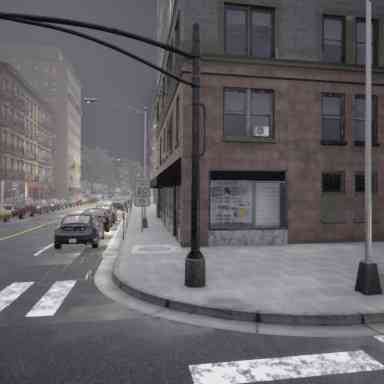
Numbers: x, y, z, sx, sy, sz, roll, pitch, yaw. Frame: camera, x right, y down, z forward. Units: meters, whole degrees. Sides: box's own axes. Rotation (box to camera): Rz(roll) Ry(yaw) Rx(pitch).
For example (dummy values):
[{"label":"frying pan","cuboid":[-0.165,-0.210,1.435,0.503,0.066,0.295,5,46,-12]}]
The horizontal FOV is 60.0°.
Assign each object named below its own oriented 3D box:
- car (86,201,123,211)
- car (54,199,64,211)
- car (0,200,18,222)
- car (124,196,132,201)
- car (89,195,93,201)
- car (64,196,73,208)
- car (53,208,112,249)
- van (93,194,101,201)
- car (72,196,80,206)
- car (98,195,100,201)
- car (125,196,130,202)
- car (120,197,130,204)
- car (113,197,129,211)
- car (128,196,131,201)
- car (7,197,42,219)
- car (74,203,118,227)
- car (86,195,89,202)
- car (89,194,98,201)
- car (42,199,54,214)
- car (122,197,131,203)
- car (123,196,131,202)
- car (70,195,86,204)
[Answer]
[{"label":"car","cuboid":[-6.654,1.635,25.491,2.008,1.369,4.403,0,0,-9]},{"label":"car","cuboid":[-17.291,1.525,40.392,1.967,1.590,4.097,0,0,-9]},{"label":"car","cuboid":[-14.566,1.569,24.000,1.752,1.417,4.829,0,0,-9]},{"label":"car","cuboid":[-17.467,1.819,90.380,1.947,1.339,4.313,0,0,-9]},{"label":"car","cuboid":[-21.788,1.737,67.430,1.802,1.307,4.206,0,0,-9]},{"label":"car","cuboid":[-18.191,1.650,45.799,2.008,1.369,4.403,0,0,-9]},{"label":"car","cuboid":[-4.852,1.607,14.677,2.008,1.369,4.403,0,0,-9]},{"label":"van","cuboid":[-25.383,1.555,89.063,1.690,1.788,3.998,0,0,-9]},{"label":"car","cuboid":[-19.090,1.679,51.207,1.947,1.339,4.313,0,0,-9]},{"label":"car","cuboid":[-23.584,1.499,78.247,2.192,1.841,5.009,0,0,-9]},{"label":"car","cuboid":[-10.259,1.690,47.121,2.008,1.369,4.403,0,0,-9]},{"label":"car","cuboid":[-13.863,1.740,68.751,1.887,1.381,4.507,0,0,-9]},{"label":"car","cuboid":[-9.358,1.676,41.713,2.008,1.369,4.403,0,0,-9]},{"label":"car","cuboid":[-11.159,1.593,52.529,1.967,1.590,4.097,0,0,-9]},{"label":"car","cuboid":[-15.492,1.373,29.577,2.192,1.841,5.009,0,0,-9]},{"label":"car","cuboid":[-5.753,1.615,20.084,1.887,1.381,4.507,0,0,-9]},{"label":"car","cuboid":[-20.860,1.666,61.855,1.752,1.417,4.829,0,0,-9]},{"label":"car","cuboid":[-22.685,1.485,72.839,2.192,1.841,5.009,0,0,-9]},{"label":"car","cuboid":[-16.392,1.512,34.984,1.967,1.590,4.097,0,0,-9]},{"label":"car","cuboid":[-15.665,1.806,79.565,1.802,1.307,4.206,0,0,-9]},{"label":"car","cuboid":[-16.566,1.790,84.973,2.008,1.369,4.403,0,0,-9]},{"label":"car","cuboid":[-19.988,1.442,56.616,2.192,1.841,5.009,0,0,-9]}]
